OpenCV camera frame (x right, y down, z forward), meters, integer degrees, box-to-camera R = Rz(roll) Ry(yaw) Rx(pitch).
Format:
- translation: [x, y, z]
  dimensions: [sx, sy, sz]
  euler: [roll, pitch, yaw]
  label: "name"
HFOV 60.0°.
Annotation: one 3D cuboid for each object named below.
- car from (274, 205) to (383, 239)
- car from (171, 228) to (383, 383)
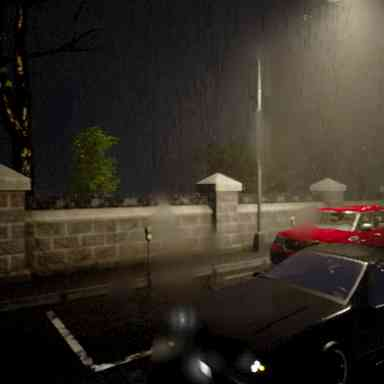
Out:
- translation: [4.548, 1.330, 9.807]
  dimensions: [5.009, 1.841, 2.192]
  euler: [0, 0, -35]
  label: "car"
- translation: [2.406, 1.555, 5.053]
  dimensions: [5.357, 1.411, 2.033]
  euler: [0, 0, -31]
  label: "car"
